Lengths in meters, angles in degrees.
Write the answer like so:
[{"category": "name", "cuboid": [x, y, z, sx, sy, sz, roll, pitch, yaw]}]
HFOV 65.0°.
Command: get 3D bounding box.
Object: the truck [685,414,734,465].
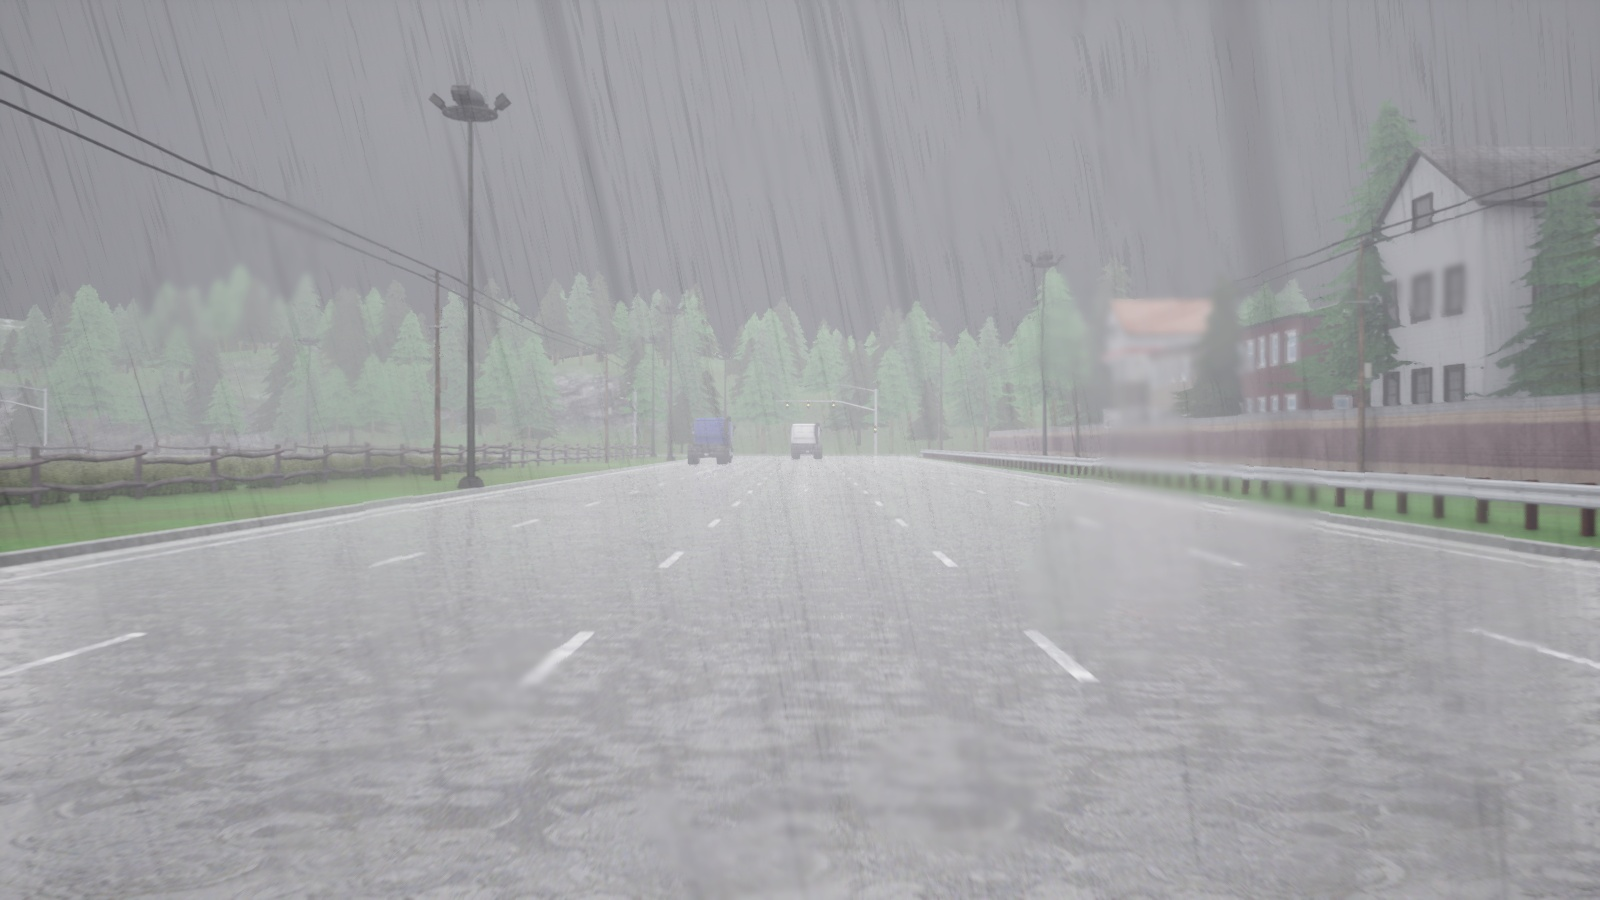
[{"category": "truck", "cuboid": [-6.471, -0.750, 90.775, 2.891, 3.462, 7.936, 0, 0, 0]}]
